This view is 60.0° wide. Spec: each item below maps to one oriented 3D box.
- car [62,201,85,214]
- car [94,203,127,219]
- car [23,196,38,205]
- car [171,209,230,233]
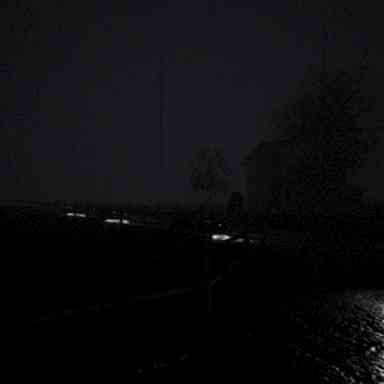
[{"bbox_3d":[-15.253,1.950,42.561,1.812,1.442,4.674,1,-1,-36],"label":"car"},{"bbox_3d":[-8.026,1.819,32.555,1.837,1.490,4.892,1,-2,-36],"label":"car"},{"bbox_3d":[-37.455,2.302,77.949,1.837,1.490,4.892,1,-1,-36],"label":"car"},{"bbox_3d":[0.469,1.742,20.842,1.994,1.385,4.181,1,-1,-36],"label":"car"}]
